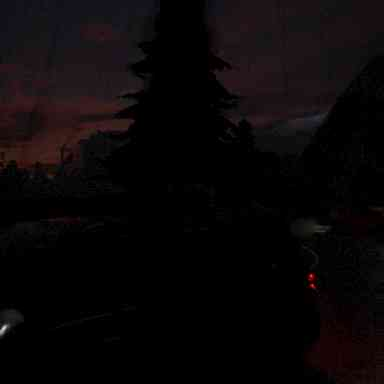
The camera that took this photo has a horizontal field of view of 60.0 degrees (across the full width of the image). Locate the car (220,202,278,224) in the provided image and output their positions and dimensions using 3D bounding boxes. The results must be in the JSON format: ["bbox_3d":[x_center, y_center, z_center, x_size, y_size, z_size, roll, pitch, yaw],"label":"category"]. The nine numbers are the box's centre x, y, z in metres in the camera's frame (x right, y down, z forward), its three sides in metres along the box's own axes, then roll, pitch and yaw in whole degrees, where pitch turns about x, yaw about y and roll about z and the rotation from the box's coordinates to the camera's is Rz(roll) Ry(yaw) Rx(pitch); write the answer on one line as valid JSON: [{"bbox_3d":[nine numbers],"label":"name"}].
[{"bbox_3d":[4.262,1.555,25.772,1.812,1.442,4.674,0,0,-30],"label":"car"}]

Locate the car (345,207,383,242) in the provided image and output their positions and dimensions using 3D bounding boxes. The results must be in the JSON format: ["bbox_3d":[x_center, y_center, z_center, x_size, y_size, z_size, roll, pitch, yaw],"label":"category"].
[{"bbox_3d":[9.040,1.470,16.441,1.882,1.535,5.008,0,0,-13],"label":"car"}]

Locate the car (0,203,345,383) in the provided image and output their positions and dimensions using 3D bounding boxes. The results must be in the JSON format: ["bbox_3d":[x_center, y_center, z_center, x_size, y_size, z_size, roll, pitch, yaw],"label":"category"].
[{"bbox_3d":[-1.041,1.236,3.255,5.566,2.045,2.150,0,0,-37],"label":"car"}]
